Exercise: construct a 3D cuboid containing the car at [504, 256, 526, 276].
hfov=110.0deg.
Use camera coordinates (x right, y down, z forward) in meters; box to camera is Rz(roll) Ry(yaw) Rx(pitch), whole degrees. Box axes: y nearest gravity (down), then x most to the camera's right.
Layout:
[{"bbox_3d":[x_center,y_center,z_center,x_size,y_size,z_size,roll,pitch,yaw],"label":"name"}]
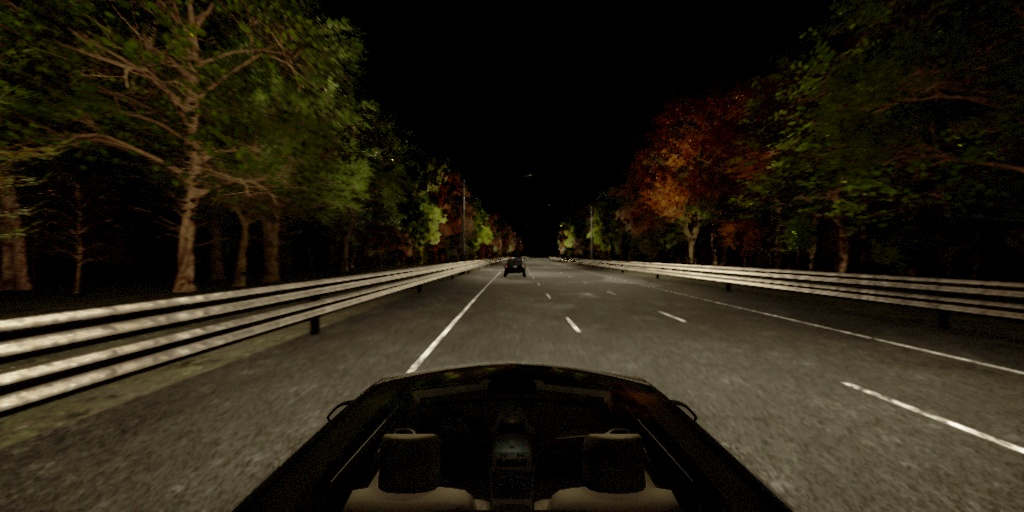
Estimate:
[{"bbox_3d":[0.328,1.056,36.108,2.097,1.767,4.553,0,0,1],"label":"car"}]
